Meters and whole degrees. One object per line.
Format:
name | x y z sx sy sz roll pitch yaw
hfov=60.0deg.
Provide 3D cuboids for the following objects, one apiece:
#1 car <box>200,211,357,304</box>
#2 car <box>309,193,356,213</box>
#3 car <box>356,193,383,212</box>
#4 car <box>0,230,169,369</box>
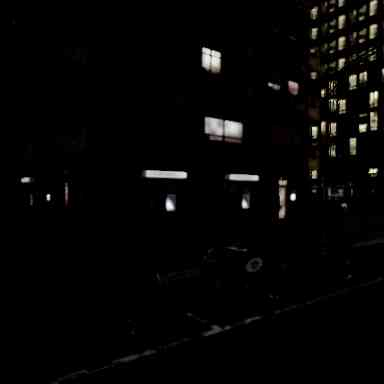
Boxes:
car | 2.162 1.444 8.102 4.097 1.590 1.967 0 0 -36
car | 11.031 1.024 29.016 2.192 1.841 5.009 2 0 -36
car | 17.773 1.048 33.992 2.192 1.841 5.009 1 0 -36
car | -2.463 1.440 4.801 4.097 1.590 1.967 0 0 -36
